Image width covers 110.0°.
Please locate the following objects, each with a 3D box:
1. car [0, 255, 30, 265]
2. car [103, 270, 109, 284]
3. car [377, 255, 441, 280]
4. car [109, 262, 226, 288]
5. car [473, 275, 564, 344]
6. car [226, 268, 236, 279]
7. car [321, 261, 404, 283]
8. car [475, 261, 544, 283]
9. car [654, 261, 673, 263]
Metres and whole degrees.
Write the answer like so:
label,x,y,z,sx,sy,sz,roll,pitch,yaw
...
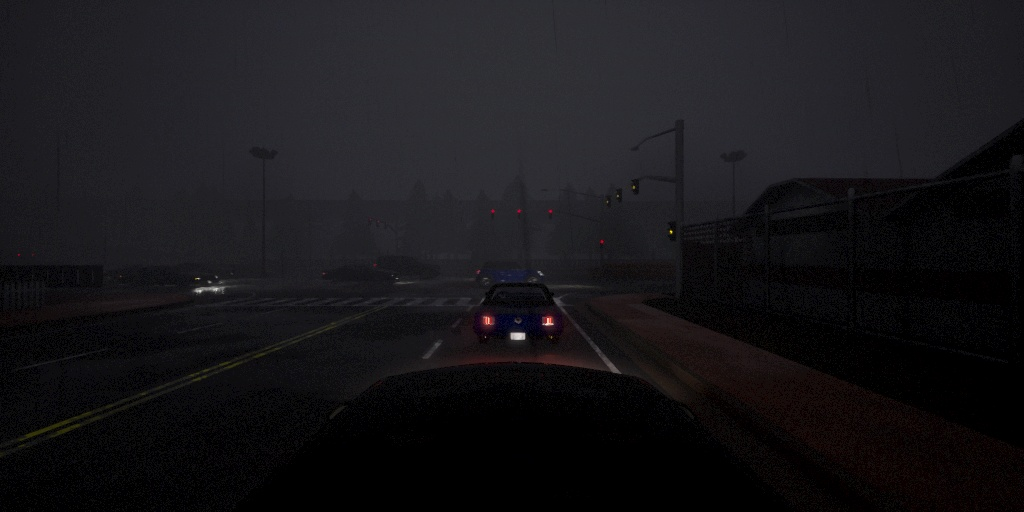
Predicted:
label,x,y,z,sx,sy,sz,roll,pitch,yaw
car,-44.517,0.779,29.880,5.357,1.411,2.033,4,0,-1
car,-27.518,1.305,26.632,4.181,1.385,1.994,0,0,-1
car,-8.868,0.970,30.439,5.566,2.045,2.150,0,0,-1
car,-22.064,1.298,23.114,5.357,1.411,2.033,0,0,2
car,0.193,1.351,9.541,1.895,1.301,4.718,0,0,2
car,-26.005,1.248,30.156,4.892,1.490,1.837,0,0,-1
car,-11.297,1.298,26.899,5.357,1.411,2.033,0,0,-1
car,-0.101,1.102,23.585,4.553,1.767,2.097,0,0,-1
car,17.205,1.276,41.554,4.674,1.442,1.812,0,0,-1
